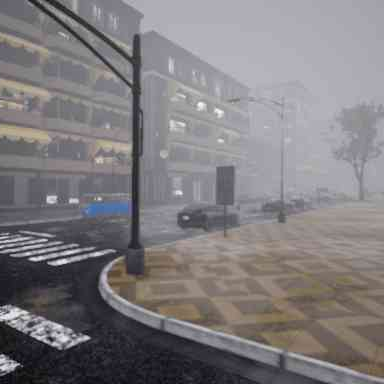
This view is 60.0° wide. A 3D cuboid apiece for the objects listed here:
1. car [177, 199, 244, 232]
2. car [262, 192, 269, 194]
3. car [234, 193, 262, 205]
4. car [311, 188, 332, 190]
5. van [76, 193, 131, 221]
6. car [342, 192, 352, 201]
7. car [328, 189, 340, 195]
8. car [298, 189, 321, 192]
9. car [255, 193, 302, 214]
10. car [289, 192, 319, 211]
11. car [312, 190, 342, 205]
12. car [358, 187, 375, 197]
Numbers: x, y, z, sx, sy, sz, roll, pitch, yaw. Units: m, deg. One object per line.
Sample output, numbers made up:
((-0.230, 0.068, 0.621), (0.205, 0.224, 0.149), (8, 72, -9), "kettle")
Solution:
((0.883, 1.302, 18.299), (1.947, 1.339, 4.313), (2, 2, 35), "car")
((9.839, 0.756, 45.963), (2.008, 1.369, 4.403), (2, 2, 35), "car")
((6.670, 0.858, 41.384), (1.947, 1.339, 4.313), (2, 2, 35), "car")
((20.671, 0.321, 51.628), (2.150, 2.045, 5.566), (1, 1, 35), "car")
((-6.004, 0.984, 23.061), (1.690, 1.788, 3.998), (2, 2, 35), "van")
((23.166, 0.647, 50.492), (1.752, 1.417, 4.829), (2, 2, 35), "car")
((35.193, 0.062, 82.596), (1.887, 1.381, 4.507), (2, 2, 35), "car")
((14.815, 0.753, 43.071), (2.128, 1.511, 4.902), (1, 1, 34), "car")
((7.221, 1.105, 27.456), (1.887, 1.381, 4.507), (2, 2, 35), "car")
((10.391, 1.023, 32.035), (2.008, 1.369, 4.403), (2, 2, 35), "car")
((16.730, 0.849, 41.194), (2.008, 1.369, 4.403), (2, 2, 35), "car")
((36.468, -0.020, 70.247), (2.150, 2.045, 5.566), (1, 1, 35), "car")
